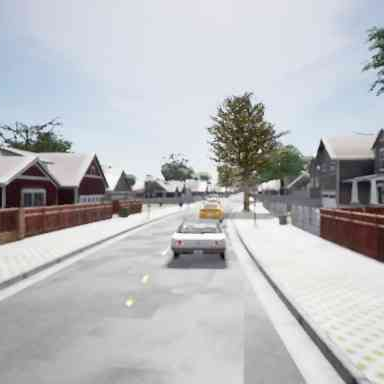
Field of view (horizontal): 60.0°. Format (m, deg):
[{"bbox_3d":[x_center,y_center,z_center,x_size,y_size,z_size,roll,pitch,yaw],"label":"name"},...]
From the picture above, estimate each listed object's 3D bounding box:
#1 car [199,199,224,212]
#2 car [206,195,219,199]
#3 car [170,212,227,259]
[{"bbox_3d":[1.738,1.669,28.944,1.882,1.535,5.008,0,0,7],"label":"car"},{"bbox_3d":[3.795,1.534,60.224,2.150,2.045,5.566,0,0,10],"label":"car"},{"bbox_3d":[0.351,1.707,13.109,1.895,1.301,4.718,0,0,4],"label":"car"}]
